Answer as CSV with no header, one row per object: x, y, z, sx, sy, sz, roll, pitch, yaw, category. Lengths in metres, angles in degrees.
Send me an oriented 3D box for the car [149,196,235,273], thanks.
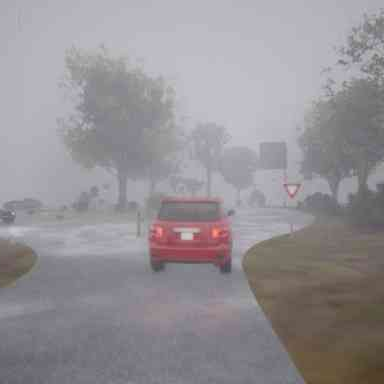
0.170,1.148,10.619,2.150,2.045,5.566,0,0,6,car

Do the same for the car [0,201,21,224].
-13.706,1.457,22.347,4.718,1.301,1.895,0,0,40,car

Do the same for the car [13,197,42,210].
-19.410,1.319,38.235,1.994,1.385,4.181,0,0,21,car
